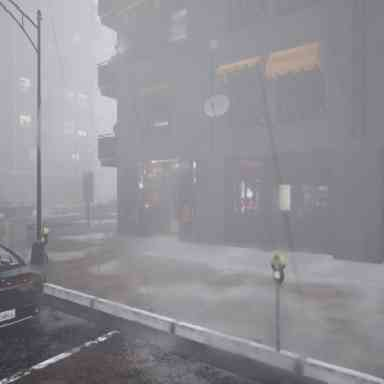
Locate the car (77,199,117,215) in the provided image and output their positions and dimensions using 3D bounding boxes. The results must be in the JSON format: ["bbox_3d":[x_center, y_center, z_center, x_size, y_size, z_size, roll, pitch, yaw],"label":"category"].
[{"bbox_3d":[-7.690,1.300,30.555,1.895,1.301,4.718,0,1,35],"label":"car"}]

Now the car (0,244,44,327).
[{"bbox_3d":[-4.456,1.551,6.073,4.403,1.369,2.008,0,0,36],"label":"car"}]

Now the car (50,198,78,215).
[{"bbox_3d":[-10.862,1.250,30.526,1.752,1.417,4.829,1,1,35],"label":"car"}]

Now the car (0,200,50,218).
[{"bbox_3d":[-13.964,1.350,26.110,2.008,1.369,4.403,1,1,35],"label":"car"}]
